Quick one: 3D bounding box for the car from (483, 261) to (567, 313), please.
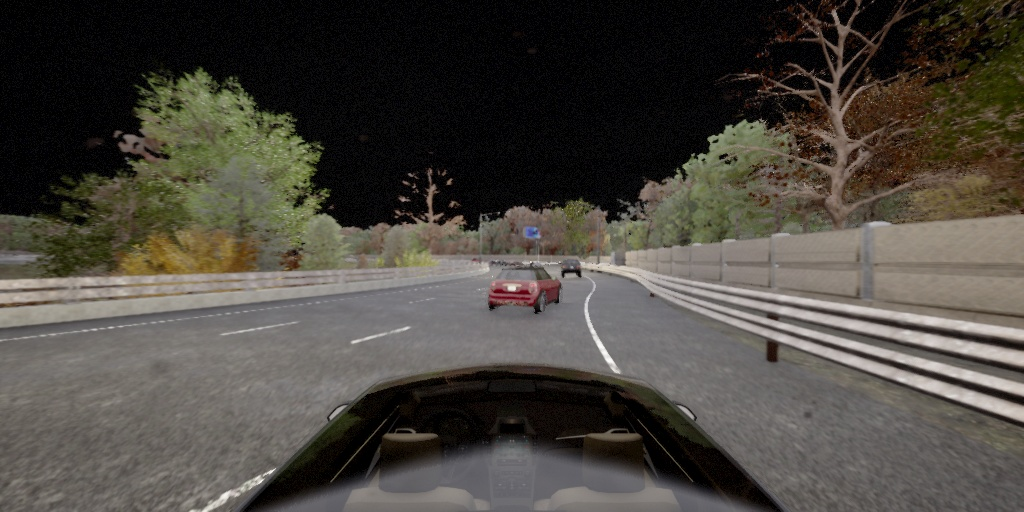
[{"bbox_3d":[0.700,1.215,14.967,2.097,1.767,4.553,0,-1,20],"label":"car"}]

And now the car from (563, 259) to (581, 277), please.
[{"bbox_3d":[6.844,1.381,42.133,2.150,2.045,5.566,1,0,5],"label":"car"}]
